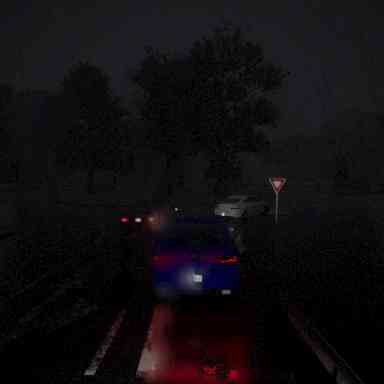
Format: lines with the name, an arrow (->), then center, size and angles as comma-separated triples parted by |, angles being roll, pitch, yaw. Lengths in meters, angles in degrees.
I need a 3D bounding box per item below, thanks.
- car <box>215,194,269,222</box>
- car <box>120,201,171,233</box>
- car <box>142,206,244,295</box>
car -> 3.108, 0.871, 20.582 | 1.812, 1.442, 4.674 | 3, 6, 36
car -> -1.901, 1.152, 16.562 | 2.033, 1.411, 5.357 | 0, 2, 9
car -> 0.106, 1.381, 8.617 | 1.882, 1.535, 5.008 | 0, 2, 1
